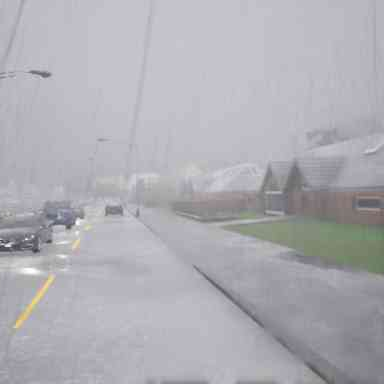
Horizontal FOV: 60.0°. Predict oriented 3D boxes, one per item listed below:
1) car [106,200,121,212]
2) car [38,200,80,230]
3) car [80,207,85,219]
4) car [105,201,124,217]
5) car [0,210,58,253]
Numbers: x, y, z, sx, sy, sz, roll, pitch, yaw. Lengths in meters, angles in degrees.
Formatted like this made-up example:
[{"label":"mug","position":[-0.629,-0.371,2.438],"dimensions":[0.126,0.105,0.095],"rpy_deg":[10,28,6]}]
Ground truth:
[{"label":"car","position":[-11.438,2.031,48.407],"dimensions":[1.882,1.535,5.008],"rpy_deg":[-2,0,-13]},{"label":"car","position":[-9.891,1.633,24.600],"dimensions":[2.150,2.045,5.566],"rpy_deg":[-2,0,-14]},{"label":"car","position":[-12.224,2.089,34.398],"dimensions":[1.994,1.385,4.181],"rpy_deg":[-2,0,-13]},{"label":"car","position":[-8.811,1.905,37.751],"dimensions":[1.882,1.535,5.008],"rpy_deg":[-2,0,-13]},{"label":"car","position":[-7.553,1.805,15.003],"dimensions":[1.837,1.490,4.892],"rpy_deg":[-2,0,-14]}]
